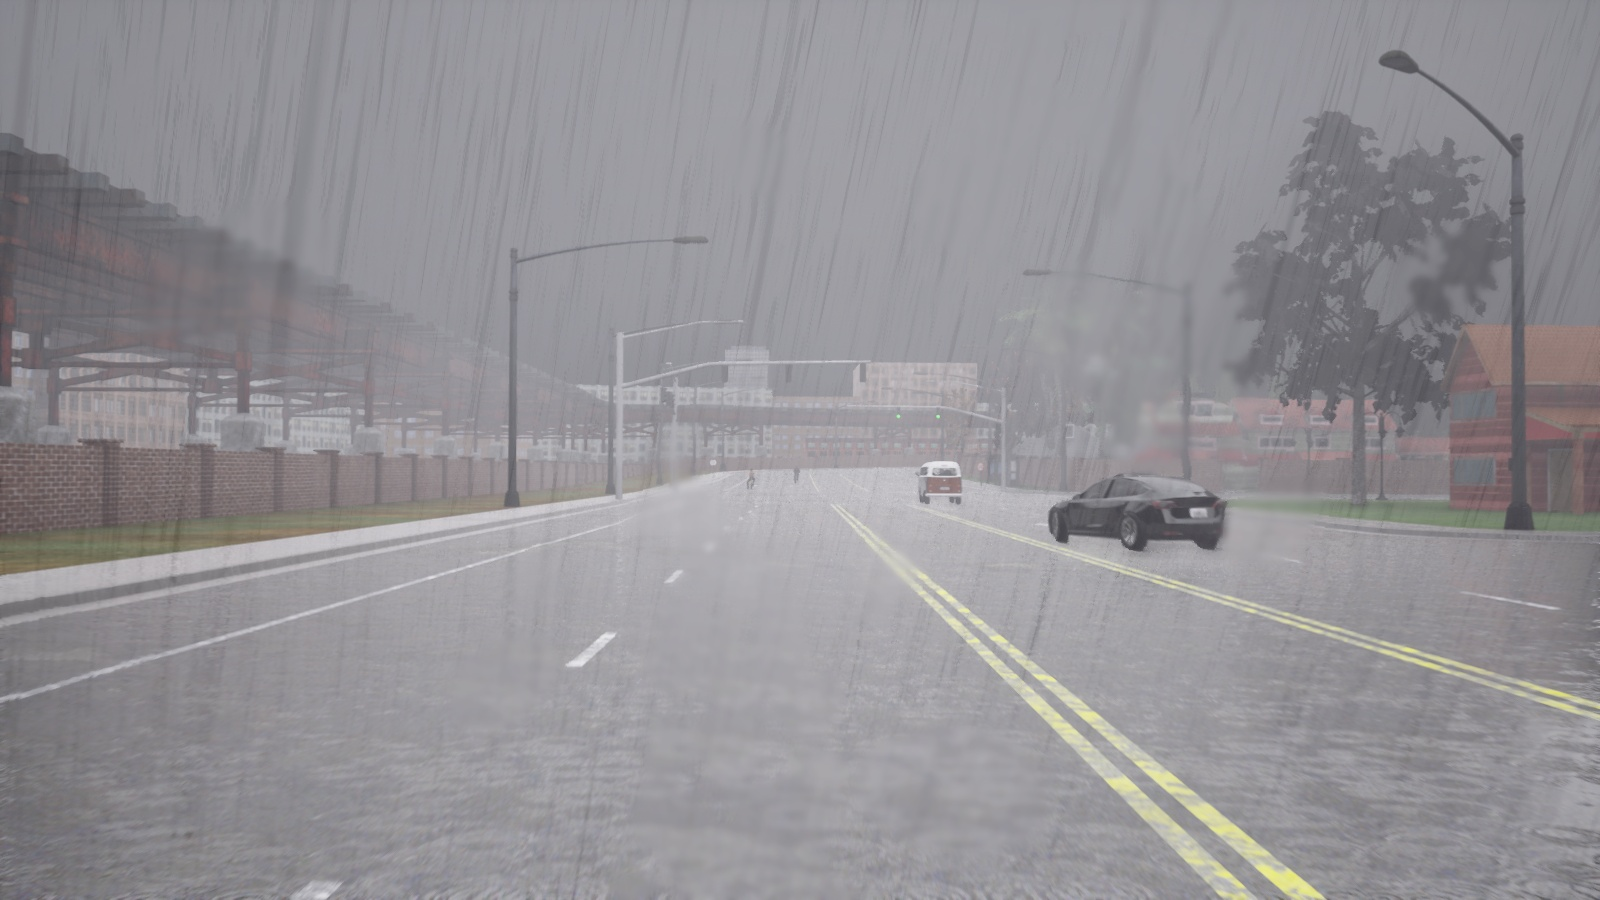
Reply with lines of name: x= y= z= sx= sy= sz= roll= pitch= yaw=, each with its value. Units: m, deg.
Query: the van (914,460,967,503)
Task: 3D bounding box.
van: x=6.841 y=1.543 z=61.647 sx=2.069 sy=2.038 sz=4.480 roll=0 pitch=-1 yaw=0

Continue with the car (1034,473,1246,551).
car: x=7.059 y=1.233 z=26.715 sx=2.163 sy=1.488 sz=4.792 roll=0 pitch=-1 yaw=-16
